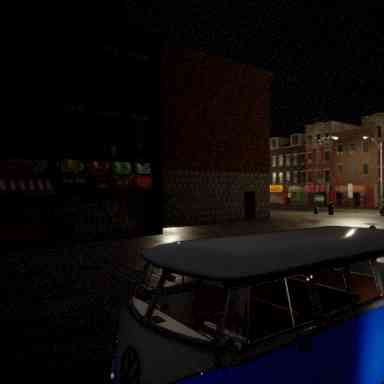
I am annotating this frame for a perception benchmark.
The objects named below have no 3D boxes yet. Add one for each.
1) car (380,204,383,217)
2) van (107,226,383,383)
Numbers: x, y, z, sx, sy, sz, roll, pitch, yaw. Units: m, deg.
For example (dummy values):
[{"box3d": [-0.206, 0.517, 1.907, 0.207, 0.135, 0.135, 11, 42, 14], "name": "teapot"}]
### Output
[{"box3d": [18.424, 1.361, 27.845, 2.097, 1.767, 4.553, 0, 0, -36], "name": "car"}, {"box3d": [1.124, 1.341, 3.624, 3.998, 1.788, 1.690, 0, 0, -36], "name": "van"}]
